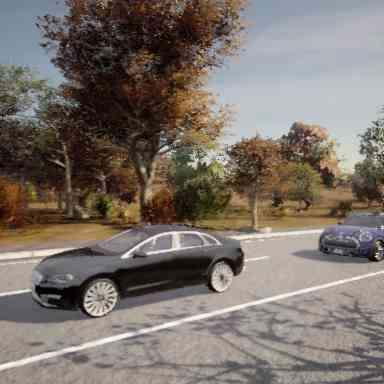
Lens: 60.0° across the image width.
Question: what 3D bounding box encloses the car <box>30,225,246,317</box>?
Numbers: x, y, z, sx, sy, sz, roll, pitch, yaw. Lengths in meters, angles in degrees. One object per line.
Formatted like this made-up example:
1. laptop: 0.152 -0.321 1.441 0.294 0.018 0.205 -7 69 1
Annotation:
1. car: -0.949 1.544 7.593 4.902 1.511 2.128 1 -1 -35

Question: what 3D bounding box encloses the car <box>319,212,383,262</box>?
1. car: 7.140 1.611 13.360 4.553 1.767 2.097 2 -1 -35
